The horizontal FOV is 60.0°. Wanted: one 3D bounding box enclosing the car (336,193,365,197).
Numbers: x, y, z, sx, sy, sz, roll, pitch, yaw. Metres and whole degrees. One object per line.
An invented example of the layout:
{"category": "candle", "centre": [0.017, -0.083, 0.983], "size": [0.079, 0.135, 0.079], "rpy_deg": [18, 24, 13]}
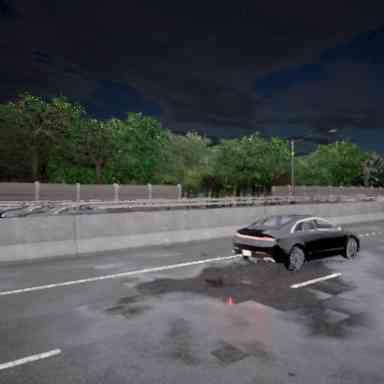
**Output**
{"category": "car", "centre": [22.859, 1.100, 46.825], "size": [4.553, 1.767, 2.097], "rpy_deg": [0, 0, -36]}

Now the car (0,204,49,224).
{"category": "car", "centre": [-13.299, 1.597, 24.652], "size": [4.718, 1.301, 1.895], "rpy_deg": [0, 0, -36]}

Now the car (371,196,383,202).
{"category": "car", "centre": [25.567, 1.269, 44.469], "size": [4.674, 1.442, 1.812], "rpy_deg": [0, 0, -36]}

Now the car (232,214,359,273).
{"category": "car", "centre": [3.468, 1.463, 10.659], "size": [4.902, 1.511, 2.128], "rpy_deg": [0, 0, -36]}

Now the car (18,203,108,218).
{"category": "car", "centre": [-7.491, 1.478, 20.230], "size": [4.902, 1.511, 2.128], "rpy_deg": [0, 0, -36]}

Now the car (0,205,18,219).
{"category": "car", "centre": [-10.133, 1.482, 22.633], "size": [4.902, 1.511, 2.128], "rpy_deg": [0, 0, -36]}

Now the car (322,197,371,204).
{"category": "car", "centre": [15.175, 1.447, 32.517], "size": [4.718, 1.301, 1.895], "rpy_deg": [-1, 0, -36]}
